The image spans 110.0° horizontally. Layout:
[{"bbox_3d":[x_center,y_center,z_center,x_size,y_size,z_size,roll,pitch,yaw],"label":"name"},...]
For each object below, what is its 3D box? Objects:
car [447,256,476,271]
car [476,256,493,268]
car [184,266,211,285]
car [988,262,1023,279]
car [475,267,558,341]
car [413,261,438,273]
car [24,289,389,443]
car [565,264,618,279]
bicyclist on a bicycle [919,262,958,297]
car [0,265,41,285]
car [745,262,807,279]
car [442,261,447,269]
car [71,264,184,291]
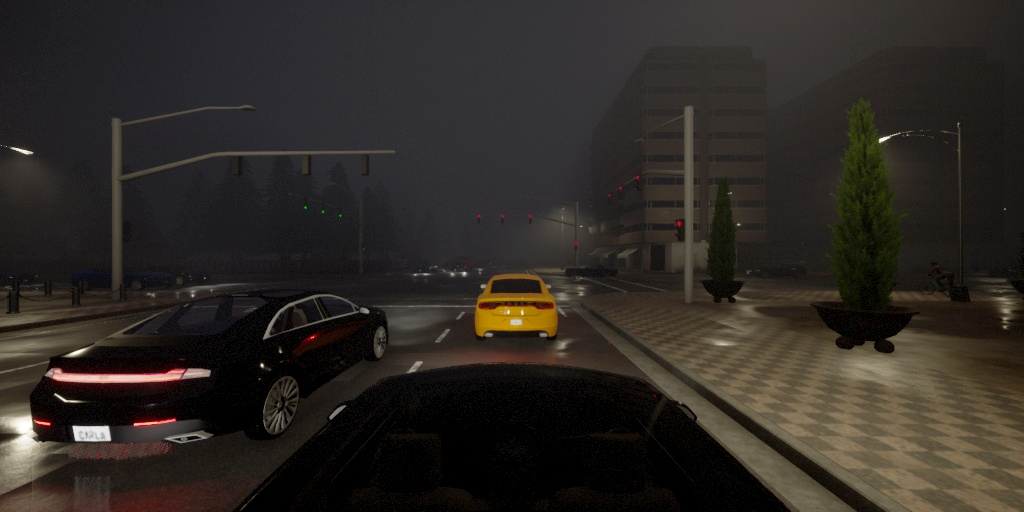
[{"bbox_3d":[-6.709,0.971,48.428,2.150,2.045,5.566,0,0,4],"label":"car"},{"bbox_3d":[-5.179,1.255,59.129,1.837,1.490,4.892,0,0,17],"label":"car"},{"bbox_3d":[-24.015,1.310,25.241,4.892,1.490,1.837,0,0,1],"label":"car"},{"bbox_3d":[46.485,1.283,32.537,5.008,1.535,1.882,0,0,0],"label":"car"},{"bbox_3d":[0.107,1.228,9.946,1.882,1.535,5.008,0,0,0],"label":"car"},{"bbox_3d":[-10.400,1.297,43.601,2.033,1.411,5.357,0,0,2],"label":"car"},{"bbox_3d":[-3.423,1.242,5.364,2.128,1.511,4.902,0,0,1],"label":"car"},{"bbox_3d":[7.223,1.403,33.054,4.718,1.301,1.895,0,0,9],"label":"car"},{"bbox_3d":[20.288,1.106,17.061,0.582,1.620,1.656,0,0,0],"label":"bicyclist on a bicycle"},{"bbox_3d":[-36.821,1.352,25.197,5.357,1.411,2.033,0,0,0],"label":"car"},{"bbox_3d":[23.901,1.297,32.552,4.902,1.511,2.128,0,0,0],"label":"car"},{"bbox_3d":[-9.300,1.102,56.441,2.097,1.767,4.553,0,0,11],"label":"car"},{"bbox_3d":[-23.431,1.283,21.731,5.008,1.535,1.882,0,0,0],"label":"car"}]
